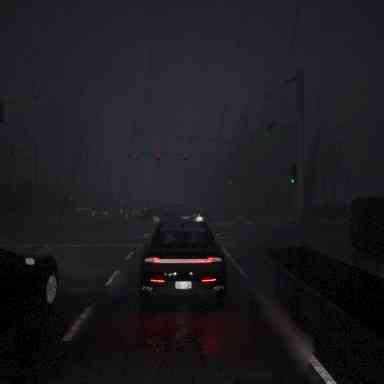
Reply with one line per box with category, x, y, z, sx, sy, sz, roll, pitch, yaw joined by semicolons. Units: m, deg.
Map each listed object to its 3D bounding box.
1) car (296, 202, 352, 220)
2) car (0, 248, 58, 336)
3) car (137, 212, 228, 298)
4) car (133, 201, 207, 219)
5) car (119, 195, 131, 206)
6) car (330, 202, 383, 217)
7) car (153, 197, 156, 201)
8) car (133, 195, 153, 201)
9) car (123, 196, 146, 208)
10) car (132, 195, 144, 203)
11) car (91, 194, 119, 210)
car;11.395;1.547;27.211;5.357;1.411;2.033;0;0;0
car;-3.612;1.478;4.854;1.882;1.535;5.008;0;0;-2
car;-0.245;1.492;8.518;2.128;1.511;4.902;0;0;-2
car;-1.136;1.547;23.610;5.357;1.411;2.033;0;0;0
car;-11.587;1.505;53.248;1.837;1.490;4.892;0;0;-1
car;15.467;1.601;30.676;4.718;1.301;1.895;0;0;0
car;-8.234;1.526;65.072;1.812;1.442;4.674;0;0;-1
car;-8.115;1.564;55.250;1.994;1.385;4.181;0;0;-1
car;-7.977;1.601;46.483;1.895;1.301;4.718;0;0;-1
car;-11.840;1.478;73.229;1.882;1.535;5.008;0;0;-1
car;-11.435;1.221;43.420;2.150;2.045;5.566;0;0;-2
